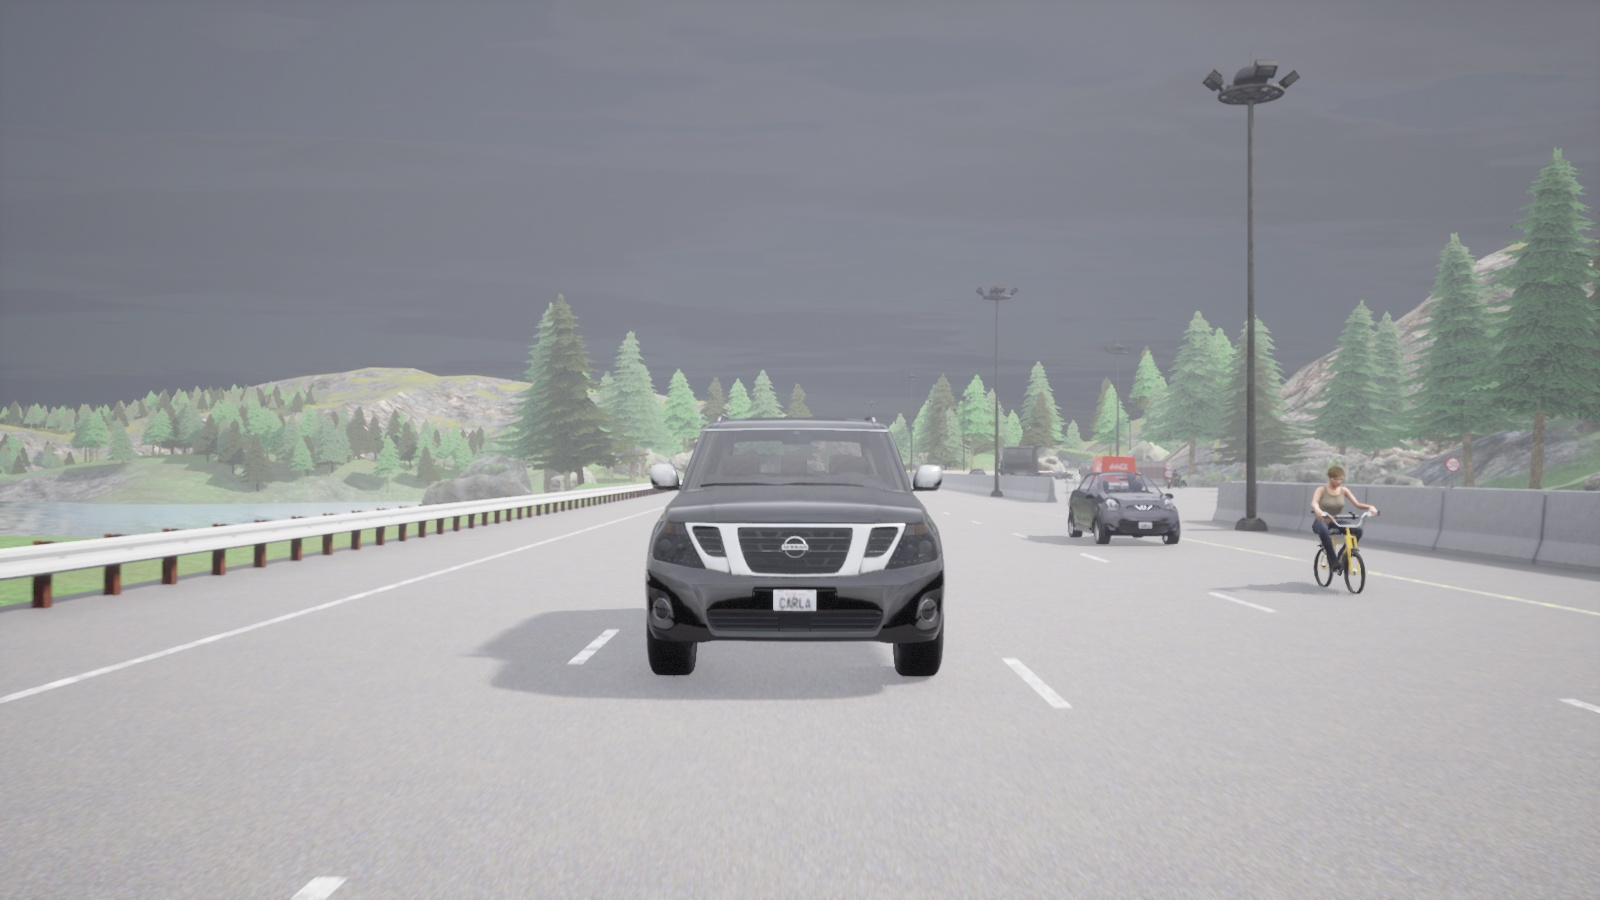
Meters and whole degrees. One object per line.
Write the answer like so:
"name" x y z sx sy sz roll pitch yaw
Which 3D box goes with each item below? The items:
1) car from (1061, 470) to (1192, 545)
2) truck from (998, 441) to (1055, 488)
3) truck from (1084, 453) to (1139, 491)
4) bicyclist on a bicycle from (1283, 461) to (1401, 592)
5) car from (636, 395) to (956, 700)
"car" 6.936 1.185 27.032 1.845 1.501 3.633 0 -1 0
"truck" 17.246 1.144 96.301 2.891 3.462 7.936 0 -1 0
"truck" 20.846 1.451 84.217 2.627 2.467 5.204 0 -1 3
"bicyclist on a bicycle" 6.965 0.953 16.229 0.866 1.612 1.509 0 -1 0
"car" -0.028 0.690 11.254 2.150 2.045 5.566 0 -1 0
